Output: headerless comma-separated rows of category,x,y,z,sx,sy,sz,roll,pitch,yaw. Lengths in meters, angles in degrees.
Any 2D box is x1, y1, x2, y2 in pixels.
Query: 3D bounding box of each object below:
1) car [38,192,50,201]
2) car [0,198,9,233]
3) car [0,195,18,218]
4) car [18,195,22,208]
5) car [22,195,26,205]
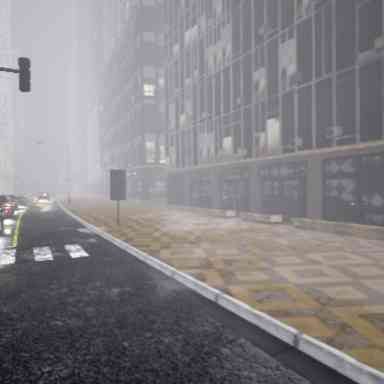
car,-24.523,0.756,55.091,2.033,1.411,5.357,-1,1,-22
car,-10.840,1.285,17.245,1.837,1.490,4.892,-1,1,-26
car,-14.845,1.022,25.456,2.097,1.767,4.553,-1,1,-25
car,-18.975,1.071,34.359,1.812,1.442,4.674,-1,1,-24
car,-22.951,1.012,43.469,1.895,1.301,4.718,-1,1,-23
